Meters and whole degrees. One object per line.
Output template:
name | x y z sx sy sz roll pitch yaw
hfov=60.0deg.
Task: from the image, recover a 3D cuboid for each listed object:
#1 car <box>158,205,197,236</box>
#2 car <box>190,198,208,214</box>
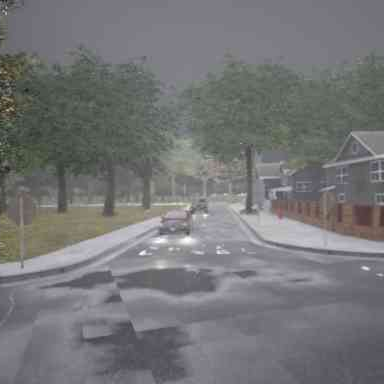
car | -0.902 1.834 20.918 1.812 1.442 4.674 -1 -1 5
car | 1.052 1.781 45.009 2.150 2.045 5.566 -1 -1 5
